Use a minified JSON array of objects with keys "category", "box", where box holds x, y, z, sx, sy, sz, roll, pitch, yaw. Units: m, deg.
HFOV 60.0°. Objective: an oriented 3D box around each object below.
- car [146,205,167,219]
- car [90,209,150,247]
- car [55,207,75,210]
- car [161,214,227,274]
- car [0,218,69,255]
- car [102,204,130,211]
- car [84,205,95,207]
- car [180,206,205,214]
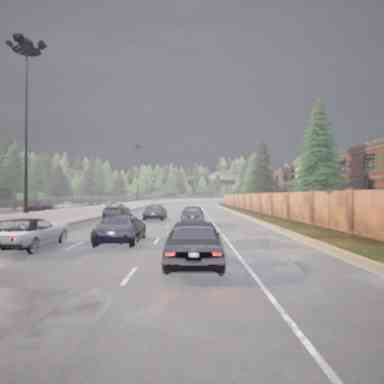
[{"category":"car","box":[-3.432,1.905,31.333,1.994,1.385,4.181,0,-1,0]},{"category":"car","box":[-3.425,1.740,16.118,1.994,1.385,4.181,0,-1,0]},{"category":"car","box":[-17.609,2.036,47.019,1.812,1.442,4.674,0,-1,0]},{"category":"car","box":[0.058,1.668,10.923,2.033,1.411,5.357,0,-1,0]},{"category":"car","box":[-6.928,1.755,14.101,1.895,1.301,4.718,0,-1,0]},{"category":"car","box":[-6.934,1.827,30.786,2.128,1.511,4.902,0,-1,0]},{"category":"car","box":[-14.109,2.076,47.163,1.994,1.385,4.181,0,-1,0]},{"category":"car","box":[0.048,1.830,25.929,2.033,1.411,5.357,0,-1,0]}]
